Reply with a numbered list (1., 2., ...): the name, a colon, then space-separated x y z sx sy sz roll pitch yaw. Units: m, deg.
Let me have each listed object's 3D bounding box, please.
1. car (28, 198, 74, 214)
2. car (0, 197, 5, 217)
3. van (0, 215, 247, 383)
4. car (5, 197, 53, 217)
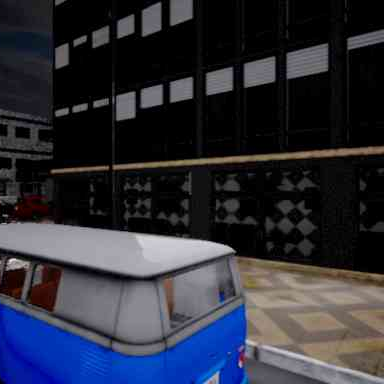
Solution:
1. car: -14.890 1.423 35.270 1.967 1.590 4.097 0 0 35
2. car: -16.819 1.449 28.070 2.128 1.511 4.902 0 0 35
3. van: -1.357 1.330 3.806 3.998 1.788 1.690 0 0 35
4. car: -11.250 1.269 25.919 2.192 1.841 5.009 0 0 35
